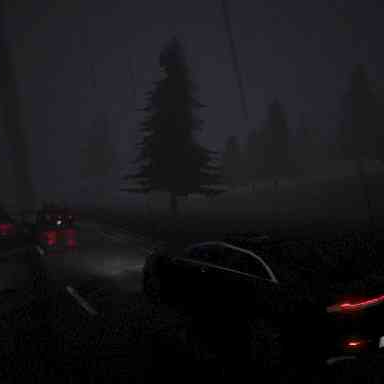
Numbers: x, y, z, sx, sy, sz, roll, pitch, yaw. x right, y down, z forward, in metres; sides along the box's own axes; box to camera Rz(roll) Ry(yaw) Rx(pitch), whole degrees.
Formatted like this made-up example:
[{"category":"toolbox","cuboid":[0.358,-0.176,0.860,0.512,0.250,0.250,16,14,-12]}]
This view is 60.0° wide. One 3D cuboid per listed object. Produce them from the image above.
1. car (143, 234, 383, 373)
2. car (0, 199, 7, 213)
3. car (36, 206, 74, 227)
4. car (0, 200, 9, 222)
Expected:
[{"category":"car","cuboid":[0.845,1.490,5.820,2.128,1.511,4.902,0,0,-35]},{"category":"car","cuboid":[-21.966,1.543,37.302,2.033,1.411,5.357,0,0,-30]},{"category":"car","cuboid":[-9.407,1.598,22.636,1.895,1.301,4.718,0,0,-30]},{"category":"car","cuboid":[-15.312,1.523,25.843,1.812,1.442,4.674,0,0,-30]}]
